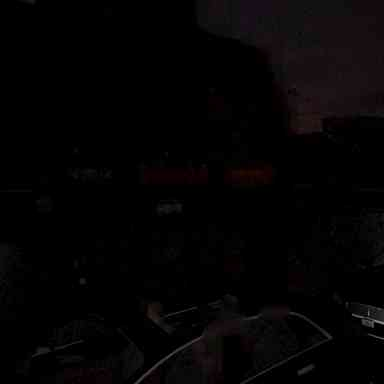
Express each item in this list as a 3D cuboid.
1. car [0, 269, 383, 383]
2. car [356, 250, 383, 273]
[{"bbox_3d":[-0.268,1.550,2.643,4.403,1.369,2.008,0,-2,-35],"label":"car"},{"bbox_3d":[4.172,1.549,5.801,4.403,1.369,2.008,0,-2,-35],"label":"car"}]
